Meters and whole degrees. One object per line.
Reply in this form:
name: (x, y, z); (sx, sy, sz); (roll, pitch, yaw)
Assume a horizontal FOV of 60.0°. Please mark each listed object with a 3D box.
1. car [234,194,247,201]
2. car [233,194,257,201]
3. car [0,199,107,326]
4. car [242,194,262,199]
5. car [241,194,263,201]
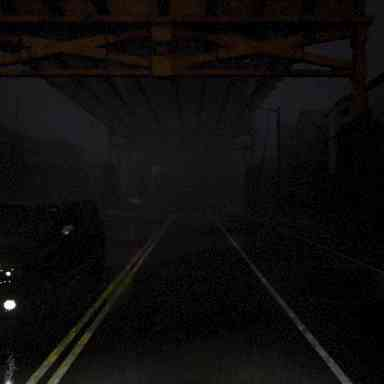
car: (12.286, 1.120, 76.484); (4.536, 1.218, 1.853); (0, 0, 30)
car: (12.241, 1.278, 76.510); (4.974, 1.542, 2.038); (0, 0, 30)
car: (-3.533, 1.204, 7.400); (2.150, 2.045, 5.566); (0, 0, 1)
car: (14.384, 1.113, 79.622); (4.536, 1.218, 1.853); (0, 0, -30)
car: (14.339, 1.270, 79.596); (4.974, 1.542, 2.038); (0, 0, -30)
